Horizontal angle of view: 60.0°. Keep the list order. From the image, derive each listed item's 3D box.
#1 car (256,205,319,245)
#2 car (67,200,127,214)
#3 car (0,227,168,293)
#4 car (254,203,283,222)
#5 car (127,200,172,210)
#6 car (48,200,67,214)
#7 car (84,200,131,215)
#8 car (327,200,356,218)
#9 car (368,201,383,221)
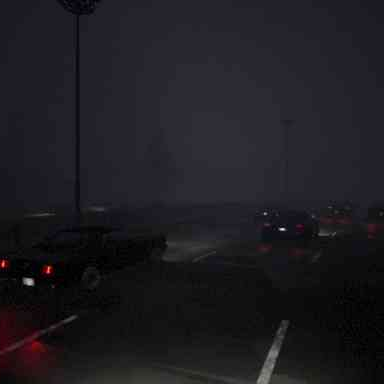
[{"bbox_3d":[4.743,1.544,15.716,1.994,1.385,4.181,0,0,28],"label":"car"},{"bbox_3d":[-8.160,1.481,28.923,1.812,1.442,4.674,0,0,30],"label":"car"},{"bbox_3d":[-2.497,1.587,8.979,1.895,1.301,4.718,0,0,24],"label":"car"},{"bbox_3d":[6.277,1.531,25.405,1.994,1.385,4.181,0,0,32],"label":"car"},{"bbox_3d":[-3.542,1.482,29.859,1.812,1.442,4.674,0,0,31],"label":"car"},{"bbox_3d":[-12.790,1.509,34.808,1.994,1.385,4.181,0,0,31],"label":"car"},{"bbox_3d":[-8.745,1.548,34.794,1.895,1.301,4.718,0,0,32],"label":"car"},{"bbox_3d":[13.629,1.490,30.241,1.812,1.442,4.674,0,0,35],"label":"car"},{"bbox_3d":[14.954,1.448,25.935,1.882,1.535,5.008,0,0,33],"label":"car"}]
